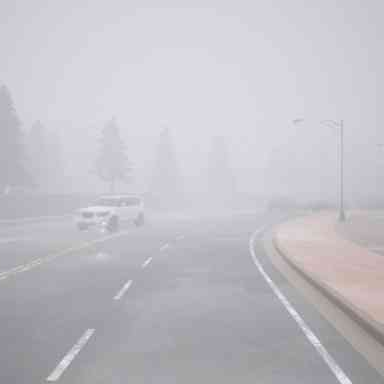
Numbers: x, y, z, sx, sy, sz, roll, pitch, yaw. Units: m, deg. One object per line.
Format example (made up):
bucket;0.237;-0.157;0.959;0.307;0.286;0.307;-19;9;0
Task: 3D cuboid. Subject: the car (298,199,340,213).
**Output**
car;14.342;1.607;37.318;4.718;1.301;1.895;0;0;-41

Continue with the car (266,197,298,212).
car;10.602;1.358;38.558;4.553;1.767;2.097;0;0;-44

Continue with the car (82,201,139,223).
car;-6.300;1.508;26.492;1.837;1.490;4.892;0;0;23

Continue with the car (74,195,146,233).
car;-4.787;1.226;20.391;2.150;2.045;5.566;0;0;18

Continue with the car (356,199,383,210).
car;23.969;1.554;43.402;5.357;1.411;2.033;0;0;-23

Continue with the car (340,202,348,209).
car;18.742;1.608;44.555;4.718;1.301;1.895;0;0;-30
